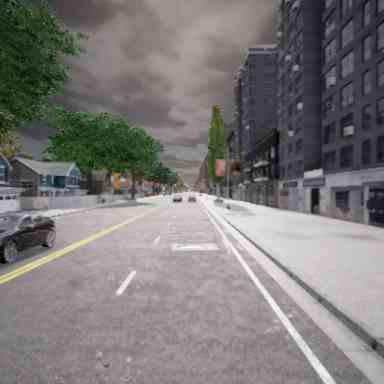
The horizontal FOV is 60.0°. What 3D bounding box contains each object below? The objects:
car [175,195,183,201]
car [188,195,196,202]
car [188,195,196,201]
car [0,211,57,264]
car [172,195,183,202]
[{"bbox_3d":[-3.237,1.431,82.749,1.895,1.301,4.718,0,0,0],"label":"car"},{"bbox_3d":[0.012,1.491,72.295,2.033,1.411,5.357,0,0,0],"label":"car"},{"bbox_3d":[0.013,1.389,82.719,1.994,1.385,4.181,0,0,0],"label":"car"},{"bbox_3d":[-6.529,1.491,11.883,2.128,1.511,4.902,0,0,0],"label":"car"},{"bbox_3d":[-3.238,1.504,72.712,1.994,1.385,4.181,0,0,0],"label":"car"}]
